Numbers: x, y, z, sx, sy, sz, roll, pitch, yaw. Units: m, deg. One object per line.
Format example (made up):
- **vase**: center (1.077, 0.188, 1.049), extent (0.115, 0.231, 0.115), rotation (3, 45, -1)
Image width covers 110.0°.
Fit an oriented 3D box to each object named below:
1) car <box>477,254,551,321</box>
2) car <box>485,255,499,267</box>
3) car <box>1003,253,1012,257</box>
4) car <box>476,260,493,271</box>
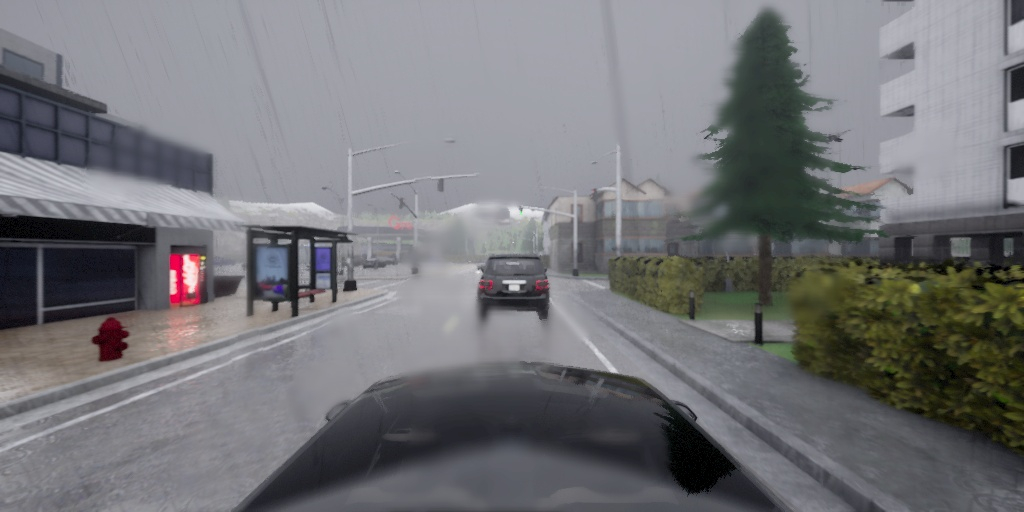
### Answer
- **car**: center (0.076, 0.937, 12.411), extent (2.150, 2.045, 5.566), rotation (0, 0, 0)
- **car**: center (-3.526, 0.763, 63.778), extent (2.150, 2.045, 5.566), rotation (0, 0, 0)
- **car**: center (38.687, 0.778, 28.317), extent (5.566, 2.045, 2.150), rotation (0, 0, 0)
- **car**: center (-3.583, 1.198, 47.325), extent (1.895, 1.301, 4.718), rotation (0, 0, 0)
